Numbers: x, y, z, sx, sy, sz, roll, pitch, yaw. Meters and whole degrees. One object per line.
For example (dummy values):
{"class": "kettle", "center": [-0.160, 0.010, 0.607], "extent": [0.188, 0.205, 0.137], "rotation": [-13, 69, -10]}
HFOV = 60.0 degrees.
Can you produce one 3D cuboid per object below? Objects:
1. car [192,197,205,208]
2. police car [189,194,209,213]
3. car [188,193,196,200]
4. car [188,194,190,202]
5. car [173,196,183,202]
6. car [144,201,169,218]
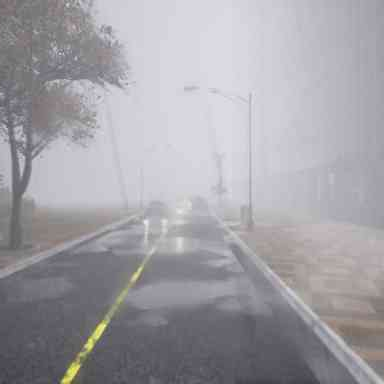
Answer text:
{"class": "car", "center": [0.890, 1.494, 47.604], "extent": [1.837, 1.490, 4.892], "rotation": [0, 0, 0]}
{"class": "police car", "center": [0.892, 1.417, 37.714], "extent": [1.930, 1.638, 5.238], "rotation": [0, 0, 0]}
{"class": "car", "center": [-0.015, 1.217, 88.631], "extent": [2.097, 1.767, 4.553], "rotation": [0, 0, 0]}
{"class": "car", "center": [-0.013, 1.372, 73.155], "extent": [1.812, 1.442, 4.674], "rotation": [0, 0, 0]}
{"class": "car", "center": [-3.014, 1.433, 71.174], "extent": [1.895, 1.301, 4.718], "rotation": [0, 0, 0]}
{"class": "car", "center": [-3.098, 1.519, 29.868], "extent": [1.812, 1.442, 4.674], "rotation": [0, 0, 0]}
